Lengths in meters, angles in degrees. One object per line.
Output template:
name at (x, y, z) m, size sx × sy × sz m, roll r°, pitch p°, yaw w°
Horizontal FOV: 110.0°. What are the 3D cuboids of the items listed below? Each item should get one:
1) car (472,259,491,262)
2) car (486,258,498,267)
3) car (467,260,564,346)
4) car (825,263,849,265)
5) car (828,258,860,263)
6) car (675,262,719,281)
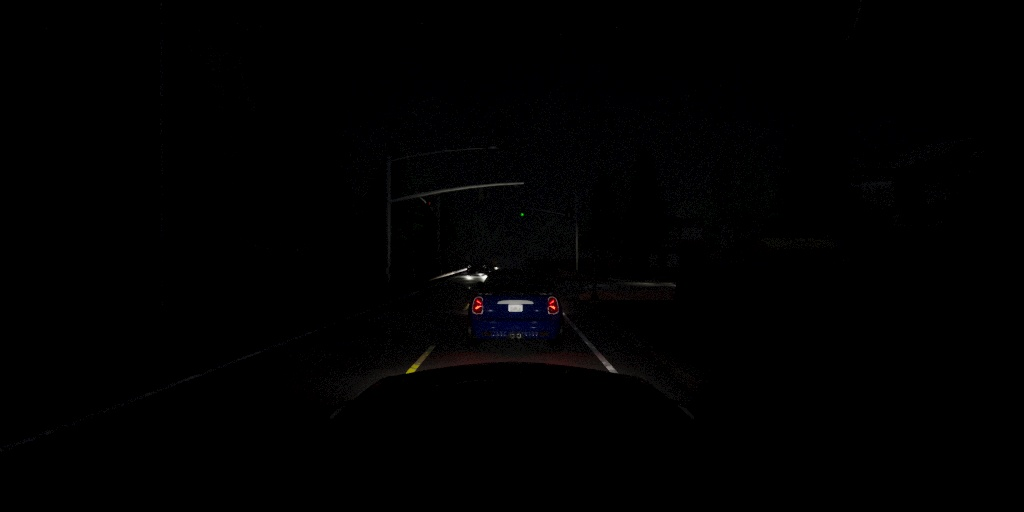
car at (-3.592, 1.102, 38.855) m, size 2.097 × 1.767 × 4.553 m, roll 0°, pitch 0°, yaw 0°
car at (-3.537, 1.228, 65.241) m, size 1.882 × 1.535 × 5.008 m, roll 0°, pitch 0°, yaw 0°
car at (0.080, 1.102, 9.569) m, size 2.097 × 1.767 × 4.553 m, roll 0°, pitch 0°, yaw 0°
car at (22.841, 1.385, 22.587) m, size 5.008 × 1.535 × 1.882 m, roll 0°, pitch 0°, yaw 9°
car at (24.413, 1.129, 26.015) m, size 5.566 × 2.045 × 2.150 m, roll 0°, pitch 0°, yaw 11°
car at (14.871, 1.259, 27.085) m, size 4.553 × 1.767 × 2.097 m, roll 0°, pitch 0°, yaw 5°
